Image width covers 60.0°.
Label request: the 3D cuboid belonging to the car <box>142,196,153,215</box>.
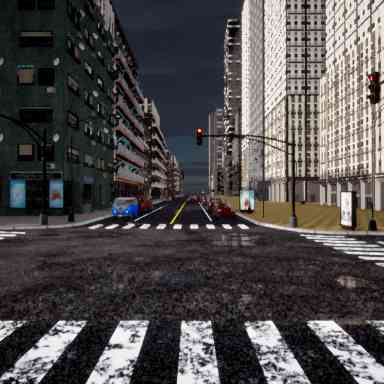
[{"bbox_3d":[-5.667,1.329,33.939,2.192,1.841,5.009,0,0,0],"label":"car"}]

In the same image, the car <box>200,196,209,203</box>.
[{"bbox_3d":[2.728,1.593,72.627,1.887,1.381,4.507,0,0,0],"label":"car"}]

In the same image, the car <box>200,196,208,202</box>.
[{"bbox_3d":[2.730,1.636,78.155,1.802,1.307,4.206,0,0,0],"label":"car"}]

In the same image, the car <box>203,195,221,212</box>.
[{"bbox_3d":[2.715,1.457,39.462,1.967,1.590,4.097,0,0,0],"label":"car"}]

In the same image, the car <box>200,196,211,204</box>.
[{"bbox_3d":[2.726,1.592,67.100,2.008,1.369,4.403,0,0,0],"label":"car"}]

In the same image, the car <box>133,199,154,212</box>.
[{"bbox_3d":[-5.667,1.562,39.467,1.887,1.381,4.507,0,0,0],"label":"car"}]

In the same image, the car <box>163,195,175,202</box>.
[{"bbox_3d":[-5.649,1.494,78.159,1.967,1.590,4.097,0,0,0],"label":"car"}]

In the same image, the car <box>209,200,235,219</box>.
[{"bbox_3d":[2.709,1.592,28.406,1.802,1.307,4.206,0,0,0],"label":"car"}]

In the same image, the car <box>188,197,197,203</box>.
[{"bbox_3d":[0.129,1.645,69.709,1.895,1.301,4.718,0,0,0],"label":"car"}]

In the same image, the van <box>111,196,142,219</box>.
[{"bbox_3d":[-5.670,1.352,28.411,1.690,1.788,3.998,0,0,0],"label":"van"}]

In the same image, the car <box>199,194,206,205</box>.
[{"bbox_3d":[2.722,1.470,56.044,1.967,1.590,4.097,0,0,0],"label":"car"}]

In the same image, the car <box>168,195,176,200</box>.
[{"bbox_3d":[-5.643,1.643,94.742,1.947,1.339,4.313,0,0,0],"label":"car"}]

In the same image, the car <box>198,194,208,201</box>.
[{"bbox_3d":[2.734,1.376,83.683,2.192,1.841,5.009,0,0,0],"label":"car"}]
